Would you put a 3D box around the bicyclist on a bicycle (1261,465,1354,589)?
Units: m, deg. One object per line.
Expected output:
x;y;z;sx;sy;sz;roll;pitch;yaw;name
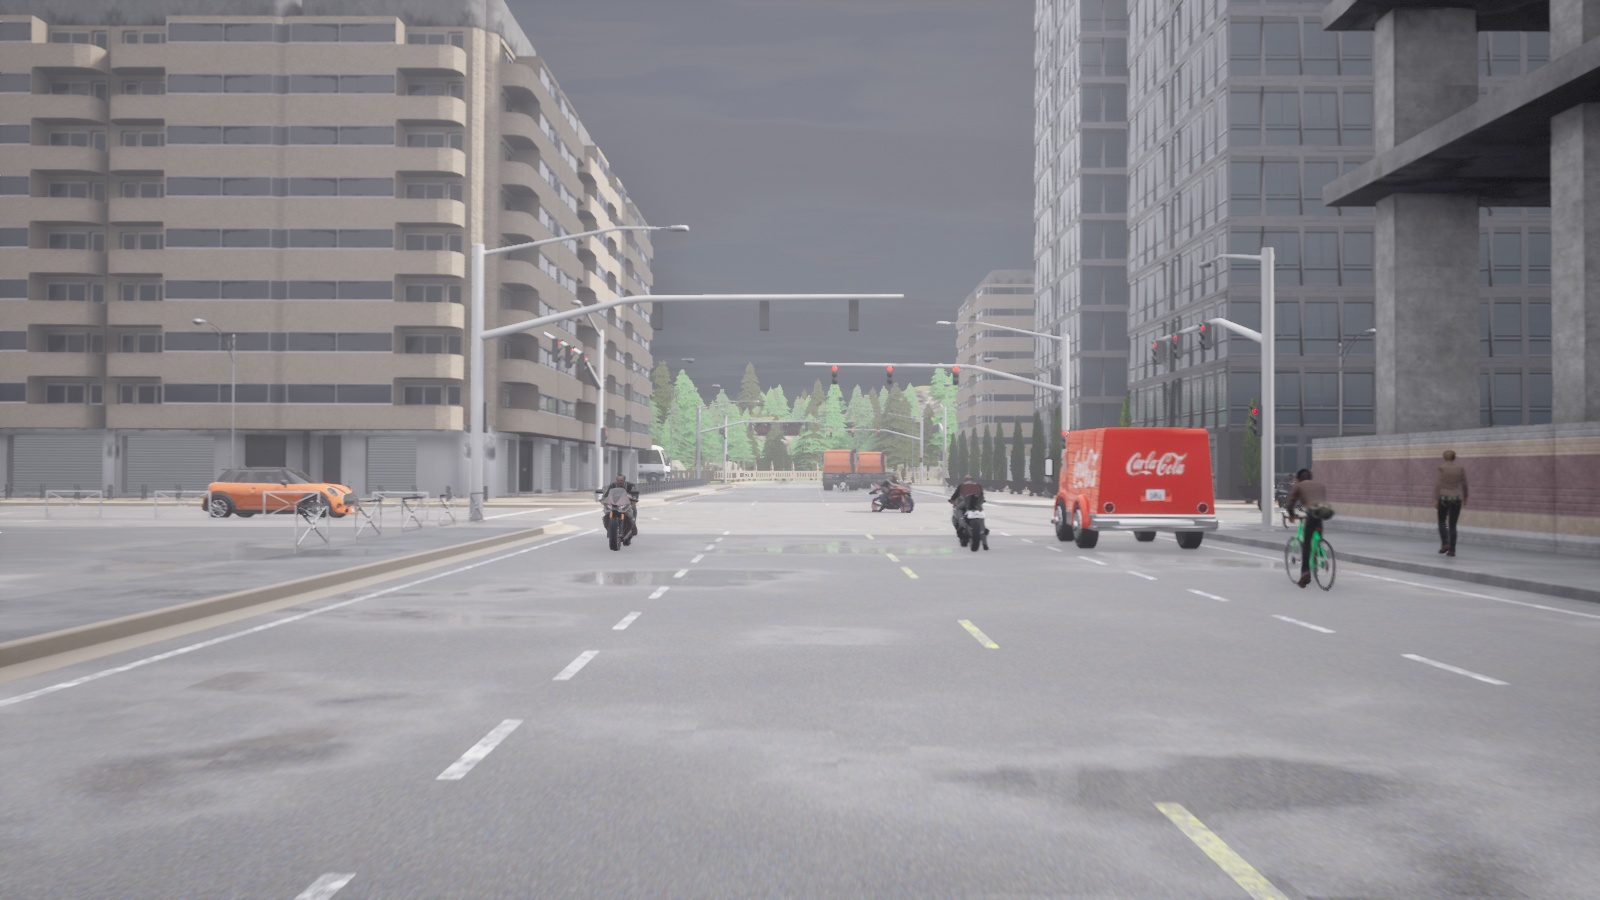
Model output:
6.957;1.029;17.289;0.582;1.620;1.656;0;-1;0;bicyclist on a bicycle

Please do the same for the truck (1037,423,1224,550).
6.932;0.753;27.061;2.627;2.467;5.204;0;-1;0;truck

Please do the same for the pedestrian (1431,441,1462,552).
10.927;0.779;21.232;0.331;1.846;0.634;0;-1;15;pedestrian

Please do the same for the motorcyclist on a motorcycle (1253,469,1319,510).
19.691;1.593;50.865;2.350;1.649;0.766;0;-1;0;motorcyclist on a motorcycle

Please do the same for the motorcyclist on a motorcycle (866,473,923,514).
3.612;1.667;48.207;0.866;1.530;2.191;2;-2;-41;motorcyclist on a motorcycle

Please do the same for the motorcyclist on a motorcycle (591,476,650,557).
-3.561;1.284;25.067;0.866;1.530;2.191;0;-1;0;motorcyclist on a motorcycle

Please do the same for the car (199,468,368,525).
-16.547;1.471;40.402;4.553;1.767;2.097;0;-1;0;car

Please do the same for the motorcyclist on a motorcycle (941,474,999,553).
3.437;1.263;25.517;0.866;1.530;2.191;0;-1;0;motorcyclist on a motorcycle
